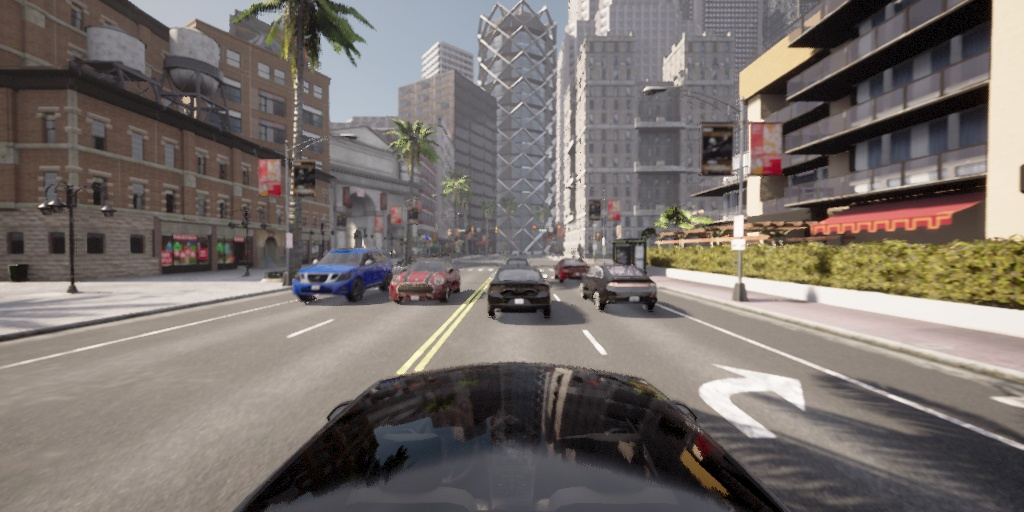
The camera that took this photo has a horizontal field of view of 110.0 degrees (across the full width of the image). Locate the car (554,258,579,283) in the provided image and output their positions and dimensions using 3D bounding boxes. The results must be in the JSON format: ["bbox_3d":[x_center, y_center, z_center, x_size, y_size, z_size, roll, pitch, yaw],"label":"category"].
[{"bbox_3d":[3.845,0.860,23.371,1.882,1.535,5.008,0,1,1],"label":"car"}]

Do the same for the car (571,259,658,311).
[{"bbox_3d":[3.731,1.048,13.262,2.128,1.511,4.902,0,1,1],"label":"car"}]

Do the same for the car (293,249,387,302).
[{"bbox_3d":[-6.938,0.722,15.506,2.150,2.045,5.566,0,1,1],"label":"car"}]

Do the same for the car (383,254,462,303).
[{"bbox_3d":[-3.443,0.866,15.059,2.097,1.767,4.553,0,1,1],"label":"car"}]

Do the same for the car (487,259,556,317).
[{"bbox_3d":[0.227,1.046,12.261,1.882,1.535,5.008,0,1,1],"label":"car"}]
